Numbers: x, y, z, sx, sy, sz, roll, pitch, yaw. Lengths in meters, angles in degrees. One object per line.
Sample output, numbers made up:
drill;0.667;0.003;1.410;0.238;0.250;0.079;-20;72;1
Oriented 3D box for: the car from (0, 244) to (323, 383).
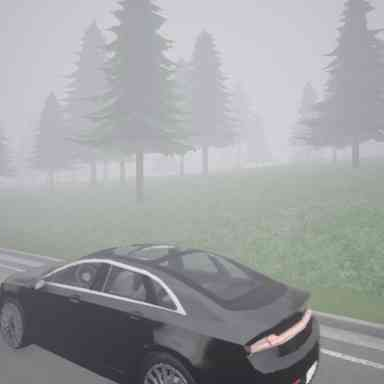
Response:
car;-0.827;1.491;4.583;4.902;1.511;2.128;0;0;36
